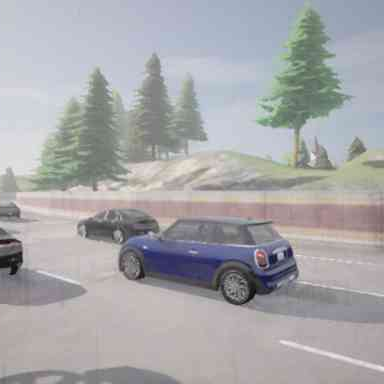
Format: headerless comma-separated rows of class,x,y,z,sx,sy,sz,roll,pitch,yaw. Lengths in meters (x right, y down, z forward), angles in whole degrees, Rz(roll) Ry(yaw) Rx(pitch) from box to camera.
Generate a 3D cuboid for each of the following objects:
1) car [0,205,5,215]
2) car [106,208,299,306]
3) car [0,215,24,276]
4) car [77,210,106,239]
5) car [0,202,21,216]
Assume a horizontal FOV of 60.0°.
car,-13.712,1.617,20.723,2.033,1.411,5.357,0,0,-44
car,0.201,1.385,8.383,4.553,1.767,2.097,0,0,37
car,-6.509,1.523,9.298,4.902,1.511,2.128,0,0,40
car,-3.672,1.564,16.093,4.892,1.490,1.837,0,0,41
car,-16.325,1.590,28.787,2.128,1.511,4.902,0,0,-41
